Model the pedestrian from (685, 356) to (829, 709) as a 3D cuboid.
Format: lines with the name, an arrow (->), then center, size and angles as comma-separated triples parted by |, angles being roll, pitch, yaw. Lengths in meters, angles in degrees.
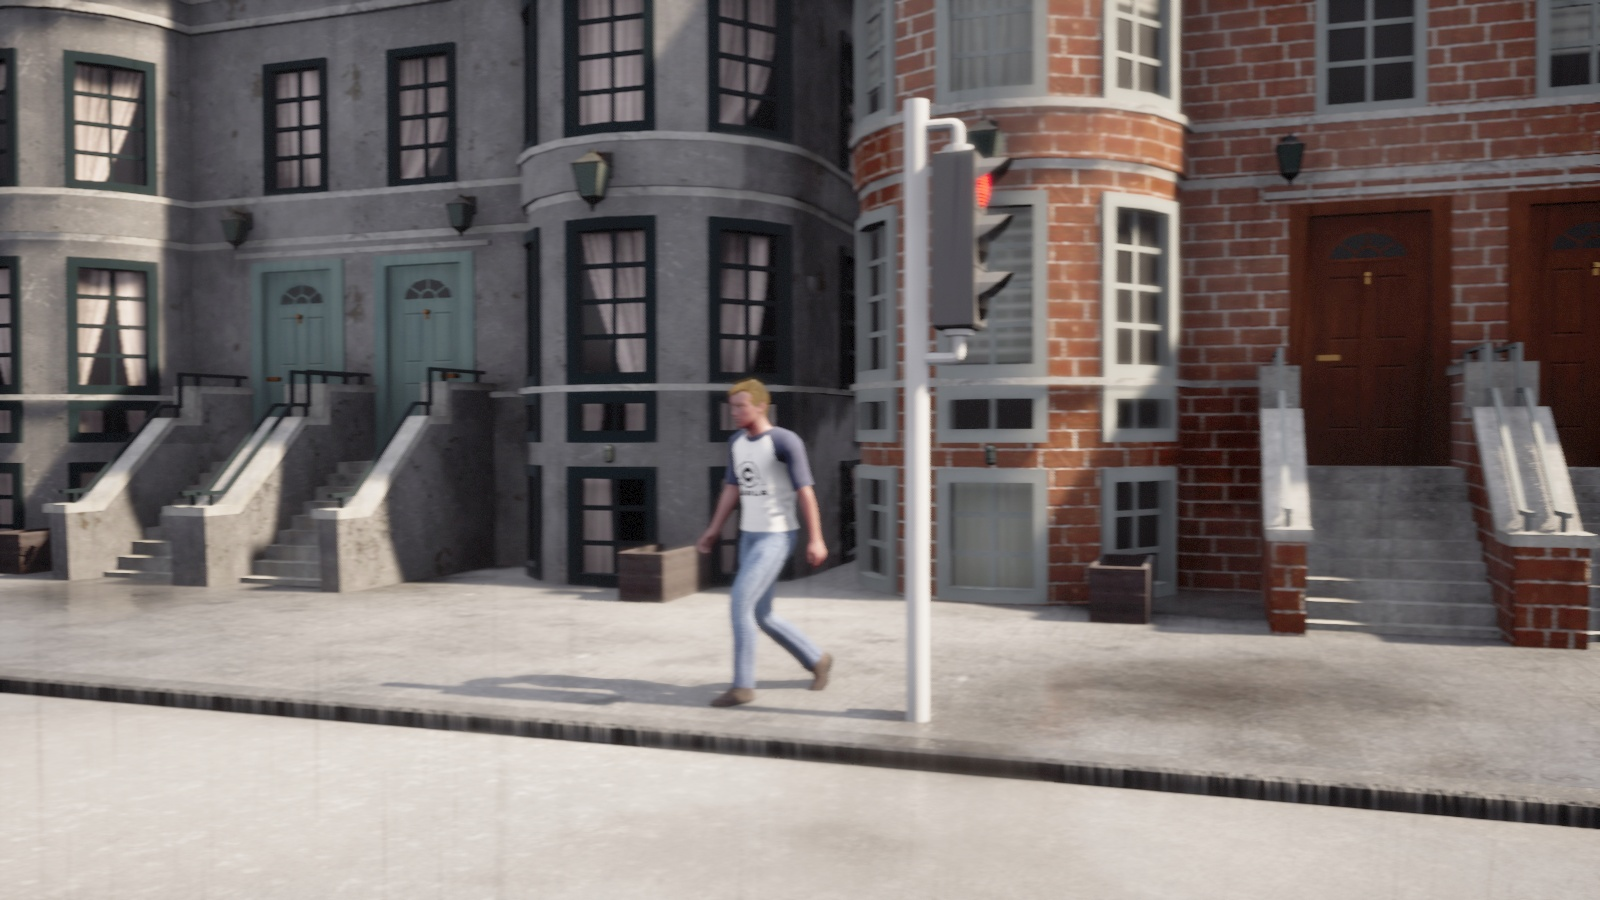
pedestrian -> -0.231, 0.425, 6.862 | 0.706, 1.836, 0.354 | 0, 1, -36
